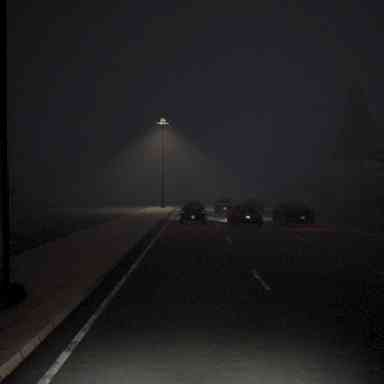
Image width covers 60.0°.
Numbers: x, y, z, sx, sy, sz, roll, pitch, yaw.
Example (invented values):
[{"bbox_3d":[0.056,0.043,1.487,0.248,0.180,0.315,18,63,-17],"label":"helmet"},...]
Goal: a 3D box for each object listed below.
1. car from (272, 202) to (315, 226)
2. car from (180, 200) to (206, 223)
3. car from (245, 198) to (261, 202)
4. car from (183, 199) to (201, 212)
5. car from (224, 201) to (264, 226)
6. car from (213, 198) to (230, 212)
[{"bbox_3d":[7.072,1.478,23.641,1.882,1.535,5.008,0,0,0],"label":"car"},{"bbox_3d":[0.077,1.525,25.206,1.812,1.442,4.674,0,0,0],"label":"car"},{"bbox_3d":[7.073,1.478,38.964,1.882,1.535,5.008,0,0,0],"label":"car"},{"bbox_3d":[0.072,1.564,38.748,1.994,1.385,4.181,0,0,1],"label":"car"},{"bbox_3d":[3.571,1.564,23.163,1.994,1.385,4.181,0,0,0],"label":"car"},{"bbox_3d":[3.572,1.505,38.668,1.837,1.490,4.892,0,0,0],"label":"car"}]
